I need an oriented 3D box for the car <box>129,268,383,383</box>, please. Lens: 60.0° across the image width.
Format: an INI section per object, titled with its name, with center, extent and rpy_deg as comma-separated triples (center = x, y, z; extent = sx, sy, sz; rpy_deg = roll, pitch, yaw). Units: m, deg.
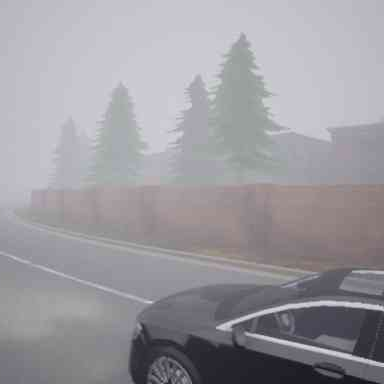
[car]
center = 1.521, 1.506, 3.043
extent = 4.902, 1.511, 2.128
rpy_deg = 0, 0, 36
